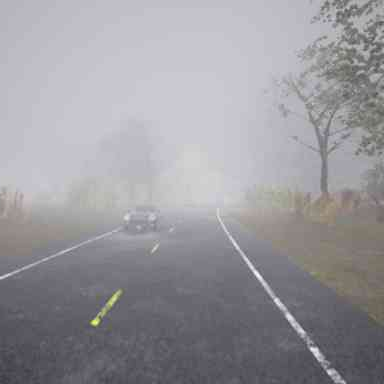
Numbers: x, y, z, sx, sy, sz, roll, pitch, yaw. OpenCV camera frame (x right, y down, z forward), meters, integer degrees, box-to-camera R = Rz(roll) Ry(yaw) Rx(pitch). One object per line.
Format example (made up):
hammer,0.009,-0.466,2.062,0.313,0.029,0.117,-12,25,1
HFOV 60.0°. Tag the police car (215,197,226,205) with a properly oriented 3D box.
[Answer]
police car,7.024,2.393,84.694,1.930,1.638,5.238,0,-1,8

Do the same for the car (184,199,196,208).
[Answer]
car,-0.262,2.171,62.464,1.837,1.490,4.892,0,-1,6

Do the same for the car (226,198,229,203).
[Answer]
car,8.464,2.333,94.466,2.150,2.045,5.566,0,-1,9

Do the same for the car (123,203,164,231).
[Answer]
car,-3.125,1.562,22.235,2.097,1.767,4.553,0,-1,2
